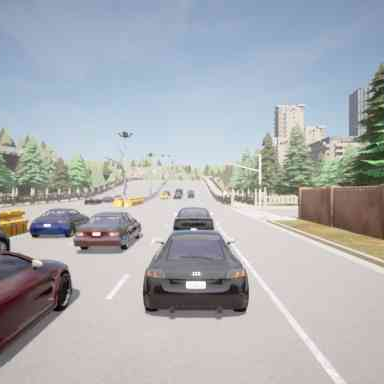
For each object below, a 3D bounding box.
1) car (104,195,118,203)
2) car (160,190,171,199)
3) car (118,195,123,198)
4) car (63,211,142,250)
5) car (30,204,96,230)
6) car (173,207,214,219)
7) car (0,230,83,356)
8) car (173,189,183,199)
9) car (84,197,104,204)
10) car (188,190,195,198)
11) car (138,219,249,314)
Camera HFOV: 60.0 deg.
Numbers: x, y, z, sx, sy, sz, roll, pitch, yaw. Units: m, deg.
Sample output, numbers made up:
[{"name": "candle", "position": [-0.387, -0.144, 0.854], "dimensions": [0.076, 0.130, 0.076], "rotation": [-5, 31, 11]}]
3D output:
[{"name": "car", "position": [-17.605, 1.539, 69.161], "dimensions": [2.033, 1.411, 5.357], "rotation": [0, 0, 0]}, {"name": "car", "position": [-7.225, 1.024, 86.877], "dimensions": [1.882, 1.535, 5.008], "rotation": [0, 3, 0]}, {"name": "car", "position": [-17.671, 1.402, 79.108], "dimensions": [1.812, 1.442, 4.674], "rotation": [0, 1, 0]}, {"name": "car", "position": [-3.413, 1.547, 14.347], "dimensions": [2.033, 1.411, 5.357], "rotation": [0, 0, 0]}, {"name": "car", "position": [-6.925, 1.564, 17.905], "dimensions": [1.994, 1.385, 4.181], "rotation": [0, 0, 0]}, {"name": "car", "position": [0.078, 1.478, 16.706], "dimensions": [1.882, 1.535, 5.008], "rotation": [0, 0, 0]}, {"name": "car", "position": [-3.412, 1.564, 5.106], "dimensions": [1.994, 1.385, 4.181], "rotation": [0, 0, 0]}, {"name": "car", "position": [-3.725, 0.903, 86.864], "dimensions": [2.097, 1.767, 4.553], "rotation": [0, 3, 0]}, {"name": "car", "position": [-17.651, 1.601, 59.287], "dimensions": [1.895, 1.301, 4.718], "rotation": [0, 0, 0]}, {"name": "car", "position": [-0.246, 0.838, 90.037], "dimensions": [1.837, 1.490, 4.892], "rotation": [0, 4, 0]}, {"name": "car", "position": [0.086, 1.564, 7.716], "dimensions": [1.994, 1.385, 4.181], "rotation": [0, 0, 1]}]
